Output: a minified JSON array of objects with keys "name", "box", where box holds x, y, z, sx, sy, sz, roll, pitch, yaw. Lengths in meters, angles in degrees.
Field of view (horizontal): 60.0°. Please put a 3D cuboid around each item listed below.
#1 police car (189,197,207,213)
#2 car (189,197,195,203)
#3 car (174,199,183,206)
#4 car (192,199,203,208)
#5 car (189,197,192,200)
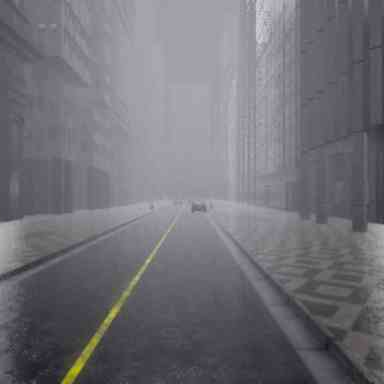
[{"name":"police car","box":[0.920,1.855,44.304,1.930,1.638,5.238,0,-1,0]},{"name":"car","box":[0.042,2.296,95.418,1.812,1.442,4.674,0,-1,0]},{"name":"car","box":[-2.970,2.194,71.757,1.837,1.490,4.892,0,-1,0]},{"name":"car","box":[0.926,2.042,60.383,1.801,1.575,5.366,0,-1,0]},{"name":"car","box":[0.924,2.004,54.193,1.882,1.535,5.008,0,-1,0]}]
